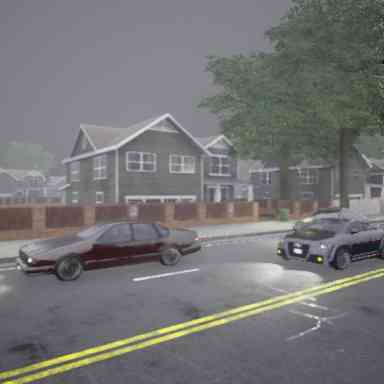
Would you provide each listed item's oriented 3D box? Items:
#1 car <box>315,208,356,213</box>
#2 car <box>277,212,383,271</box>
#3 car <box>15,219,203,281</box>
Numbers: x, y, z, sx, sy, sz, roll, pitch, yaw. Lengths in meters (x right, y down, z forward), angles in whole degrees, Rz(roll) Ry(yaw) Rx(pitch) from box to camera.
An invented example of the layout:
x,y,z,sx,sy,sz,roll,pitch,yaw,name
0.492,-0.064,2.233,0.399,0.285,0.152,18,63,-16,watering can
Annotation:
x,y,z,sx,sy,sz,roll,pitch,yaw,name
7.028,1.539,16.611,4.674,1.442,1.812,0,0,-35,car
4.782,1.572,11.055,4.181,1.385,1.994,0,0,-35,car
-2.228,1.552,10.028,5.357,1.411,2.033,0,0,-35,car
